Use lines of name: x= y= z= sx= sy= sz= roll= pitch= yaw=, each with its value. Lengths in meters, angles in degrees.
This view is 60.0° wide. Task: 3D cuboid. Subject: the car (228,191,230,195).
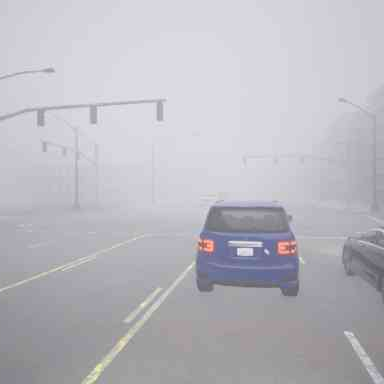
car: x=6.588 y=0.741 z=67.884 sx=2.150 sy=2.045 sz=5.566 roll=0 pitch=1 yaw=12

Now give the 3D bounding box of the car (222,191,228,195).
car: x=4.492 y=0.926 z=57.643 sx=2.150 sy=2.045 sz=5.566 roll=0 pitch=1 yaw=11

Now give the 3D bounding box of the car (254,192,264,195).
car: x=15.223 y=0.860 z=75.415 sx=1.837 sy=1.490 sz=4.892 roll=0 pitch=1 yaw=11

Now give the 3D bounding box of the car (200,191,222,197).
car: x=2.470 y=1.079 z=47.455 sx=2.150 sy=2.045 sz=5.566 roll=0 pitch=1 yaw=11

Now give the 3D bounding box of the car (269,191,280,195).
car: x=18.702 y=0.881 z=74.961 sx=2.128 sy=1.511 sz=4.902 roll=0 pitch=1 yaw=11

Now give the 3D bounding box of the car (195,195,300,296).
car: x=1.507 y=1.221 z=8.903 sx=2.150 sy=2.045 sz=5.566 roll=0 pitch=0 yaw=11

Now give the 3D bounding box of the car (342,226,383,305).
car: x=4.775 y=1.492 z=7.383 sx=2.128 sy=1.511 sz=4.902 roll=0 pitch=0 yaw=11

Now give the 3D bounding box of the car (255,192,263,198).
car: x=17.170 y=0.755 z=85.272 sx=1.994 sy=1.385 sz=4.181 roll=0 pitch=1 yaw=11

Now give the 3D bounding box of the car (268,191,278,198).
car: x=20.677 y=0.552 z=84.966 sx=2.097 sy=1.767 sz=4.553 roll=0 pitch=1 yaw=11
